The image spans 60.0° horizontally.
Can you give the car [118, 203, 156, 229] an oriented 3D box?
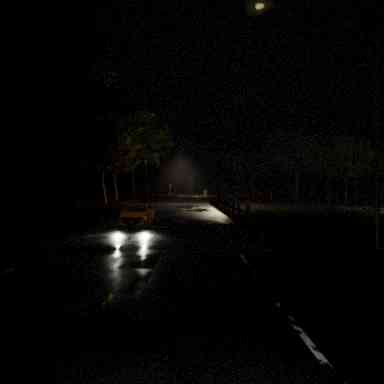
[{"bbox_3d":[-3.552,1.504,22.046,1.882,1.535,5.008,0,0,1],"label":"car"}]
